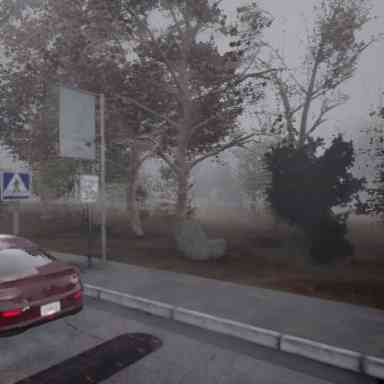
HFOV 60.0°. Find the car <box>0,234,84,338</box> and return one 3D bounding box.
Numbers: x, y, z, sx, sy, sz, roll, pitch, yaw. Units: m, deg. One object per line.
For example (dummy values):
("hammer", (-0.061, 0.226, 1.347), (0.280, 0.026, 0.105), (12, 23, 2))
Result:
("car", (-3.929, 1.532, 6.179), (4.674, 1.442, 1.812), (0, 0, 36))
